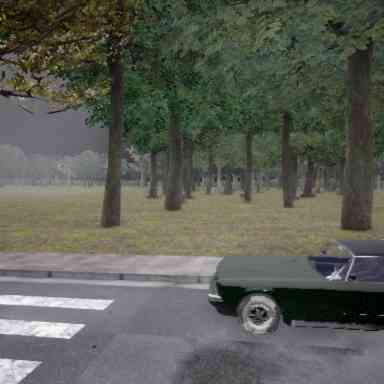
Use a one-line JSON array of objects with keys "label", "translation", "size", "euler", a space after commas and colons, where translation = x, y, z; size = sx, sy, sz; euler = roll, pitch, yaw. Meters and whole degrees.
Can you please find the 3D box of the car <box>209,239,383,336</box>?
[{"label": "car", "translation": [2.665, 1.504, 5.627], "size": [4.718, 1.301, 1.895], "euler": [0, 1, 9]}]
